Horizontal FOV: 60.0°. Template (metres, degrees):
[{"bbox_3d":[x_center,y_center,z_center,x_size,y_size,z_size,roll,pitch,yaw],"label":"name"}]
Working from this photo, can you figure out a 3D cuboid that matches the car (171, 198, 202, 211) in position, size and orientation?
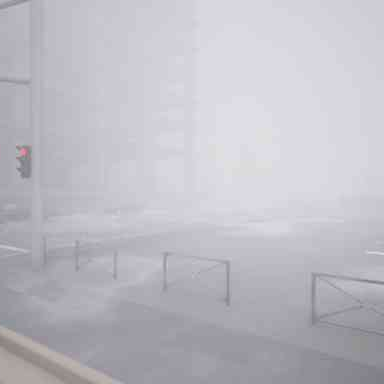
[{"bbox_3d":[-0.691,1.492,41.809,2.128,1.511,4.902,0,0,35],"label":"car"}]

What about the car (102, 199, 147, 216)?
[{"bbox_3d":[-6.707,1.478,33.335,1.882,1.535,5.008,0,0,35],"label":"car"}]

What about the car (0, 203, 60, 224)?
[{"bbox_3d":[-12.707,1.548,24.877,2.033,1.411,5.357,0,0,35],"label":"car"}]

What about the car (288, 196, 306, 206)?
[{"bbox_3d":[17.263,1.488,54.710,1.837,1.490,4.892,0,0,35],"label":"car"}]

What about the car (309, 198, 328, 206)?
[{"bbox_3d":[20.173,1.576,52.764,1.895,1.301,4.718,0,0,35],"label":"car"}]
